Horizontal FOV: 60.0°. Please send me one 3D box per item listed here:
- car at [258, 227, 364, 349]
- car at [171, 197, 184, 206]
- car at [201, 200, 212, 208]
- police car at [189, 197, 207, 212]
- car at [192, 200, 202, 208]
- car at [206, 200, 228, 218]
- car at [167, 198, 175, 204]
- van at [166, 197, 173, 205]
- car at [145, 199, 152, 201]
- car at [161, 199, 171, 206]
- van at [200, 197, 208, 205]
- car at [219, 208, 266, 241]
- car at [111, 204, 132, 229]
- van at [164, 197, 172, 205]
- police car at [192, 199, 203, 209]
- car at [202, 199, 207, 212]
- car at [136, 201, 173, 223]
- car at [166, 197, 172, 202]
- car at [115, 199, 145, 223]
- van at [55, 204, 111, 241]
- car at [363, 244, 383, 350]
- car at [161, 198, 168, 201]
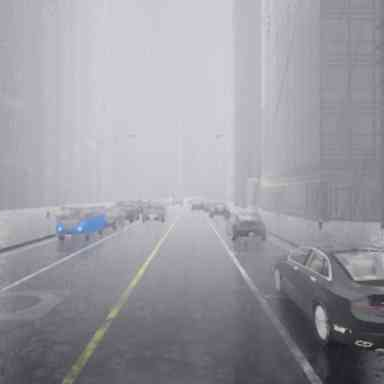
[{"bbox_3d":[2.761,1.618,6.299,2.008,1.369,4.403,0,-1,0],"label":"car"},{"bbox_3d":[-2.990,1.988,70.624,2.150,2.045,5.566,0,-1,0],"label":"car"},{"bbox_3d":[2.768,2.230,62.701,1.887,1.381,4.507,0,-1,0],"label":"car"},{"bbox_3d":[0.850,1.951,48.267,1.930,1.638,5.238,0,-1,-1],"label":"police car"},{"bbox_3d":[0.909,2.228,64.164,1.812,1.442,4.674,0,-1,0],"label":"car"},{"bbox_3d":[2.764,1.813,34.500,1.967,1.590,4.097,0,-1,0],"label":"car"},{"bbox_3d":[-5.754,2.438,90.900,1.967,1.590,4.097,0,-1,0],"label":"car"},{"bbox_3d":[-5.755,2.277,85.261,1.690,1.788,3.998,0,-1,0],"label":"van"},{"bbox_3d":[-5.761,1.751,40.138,2.192,1.841,5.009,0,-1,0],"label":"car"},{"bbox_3d":[-5.756,2.334,73.808,1.752,1.417,4.829,0,-1,0],"label":"car"},{"bbox_3d":[2.770,2.214,79.624,1.690,1.788,3.998,0,-1,0],"label":"van"},{"bbox_3d":[2.763,1.739,17.579,2.008,1.369,4.403,0,-1,0],"label":"car"},{"bbox_3d":[-5.762,1.800,23.214,2.008,1.369,4.403,0,-1,0],"label":"car"},{"bbox_3d":[-5.756,2.214,79.620,1.690,1.788,3.998,0,-1,0],"label":"van"},{"bbox_3d":[0.908,2.062,58.275,1.930,1.638,5.238,0,-1,0],"label":"police car"},{"bbox_3d":[2.766,2.064,45.780,1.947,1.339,4.313,0,-1,0],"label":"car"},{"bbox_3d":[-3.094,1.796,28.301,2.128,1.511,4.902,0,-1,0],"label":"car"},{"bbox_3d":[-5.756,2.299,68.337,2.008,1.369,4.403,0,-1,0],"label":"car"},{"bbox_3d":[-5.762,1.626,28.857,2.192,1.841,5.009,0,-1,0],"label":"car"},{"bbox_3d":[-5.763,1.529,17.576,1.690,1.788,3.998,0,-1,0],"label":"van"},{"bbox_3d":[2.760,1.323,0.661,2.192,1.841,5.009,0,-1,0],"label":"car"},{"bbox_3d":[-5.758,2.189,57.057,1.947,1.339,4.313,0,-1,0],"label":"car"}]
